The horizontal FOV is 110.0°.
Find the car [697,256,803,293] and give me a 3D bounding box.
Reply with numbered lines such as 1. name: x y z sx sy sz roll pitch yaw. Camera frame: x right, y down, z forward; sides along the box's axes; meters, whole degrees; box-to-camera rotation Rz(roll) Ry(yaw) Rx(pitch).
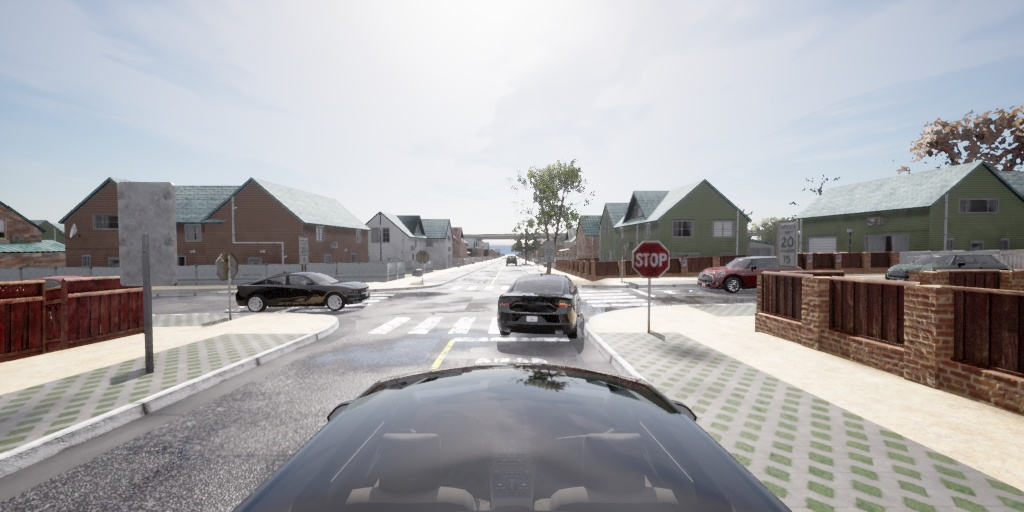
1. car: 11.788 0.820 17.872 4.553 1.767 2.097 -1 2 0

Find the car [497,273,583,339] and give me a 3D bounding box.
1. car: 0.948 1.224 10.251 1.882 1.535 5.008 0 0 12

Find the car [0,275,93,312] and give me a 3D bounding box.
1. car: -18.036 1.547 14.694 5.008 1.535 1.882 -1 2 0

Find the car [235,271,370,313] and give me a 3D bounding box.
1. car: -8.483 1.377 14.767 5.008 1.535 1.882 -1 2 0

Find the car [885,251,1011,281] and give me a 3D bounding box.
1. car: 21.683 0.646 17.955 4.553 1.767 2.097 -1 2 0
